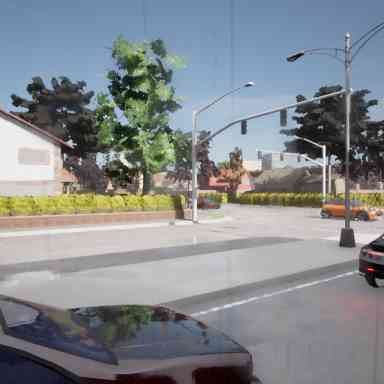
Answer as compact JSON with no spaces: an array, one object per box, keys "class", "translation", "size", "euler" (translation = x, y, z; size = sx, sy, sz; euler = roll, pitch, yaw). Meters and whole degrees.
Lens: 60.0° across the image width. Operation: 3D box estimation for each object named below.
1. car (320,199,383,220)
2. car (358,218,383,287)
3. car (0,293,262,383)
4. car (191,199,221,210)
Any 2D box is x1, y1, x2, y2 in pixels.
[{"class":"car","translation":[12.769,1.352,26.667],"size":[2.097,1.767,4.553],"euler":[0,0,-35]},{"class":"car","translation":[5.965,1.492,8.038],"size":[4.902,1.511,2.128],"euler":[0,0,-35]},{"class":"car","translation":[-1.954,1.547,2.355],"size":[5.357,1.411,2.033],"euler":[0,0,-35]},{"class":"car","translation":[1.754,1.564,42.002],"size":[1.994,1.385,4.181],"euler":[0,0,-36]}]
